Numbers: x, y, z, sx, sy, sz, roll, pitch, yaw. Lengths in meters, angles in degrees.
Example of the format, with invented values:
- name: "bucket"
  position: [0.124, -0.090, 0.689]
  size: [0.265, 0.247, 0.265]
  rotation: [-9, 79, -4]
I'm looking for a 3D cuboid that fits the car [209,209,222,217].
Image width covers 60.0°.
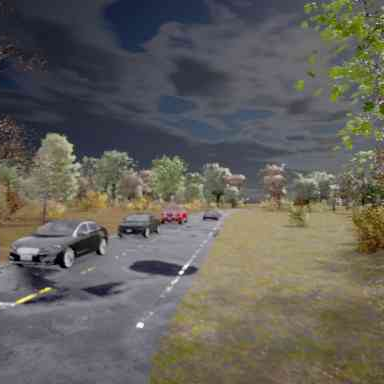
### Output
- name: "car"
  position: [4.005, 3.532, 56.363]
  size: [1.895, 1.301, 4.718]
  rotation: [1, -2, 6]

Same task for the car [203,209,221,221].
- name: "car"
  position: [2.569, 3.099, 45.007]
  size: [1.994, 1.385, 4.181]
  rotation: [1, -2, 7]

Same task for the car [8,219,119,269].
- name: "car"
  position: [-4.756, 1.821, 12.594]
  size: [2.128, 1.511, 4.902]
  rotation: [1, -2, 7]

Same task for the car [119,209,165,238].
- name: "car"
  position: [-3.492, 2.161, 22.582]
  size: [1.882, 1.535, 5.008]
  rotation: [1, -2, 7]

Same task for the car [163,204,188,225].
- name: "car"
  position: [-1.832, 2.363, 35.515]
  size: [2.150, 2.045, 5.566]
  rotation: [1, -2, 8]
